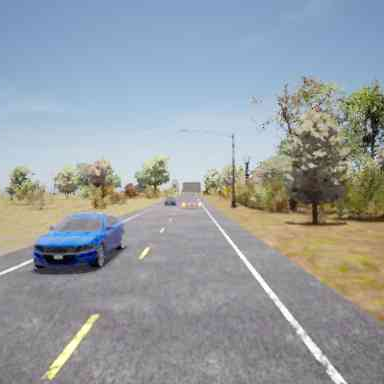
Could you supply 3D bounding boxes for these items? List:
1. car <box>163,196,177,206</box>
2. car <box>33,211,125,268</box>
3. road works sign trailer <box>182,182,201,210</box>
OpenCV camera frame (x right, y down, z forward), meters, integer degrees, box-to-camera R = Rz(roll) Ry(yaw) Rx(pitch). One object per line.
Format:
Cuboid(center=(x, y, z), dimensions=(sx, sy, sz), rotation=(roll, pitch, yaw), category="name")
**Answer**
Cuboid(center=(-3.552, 1.484, 54.418), dimensions=(1.837, 1.490, 4.892), rotation=(0, 0, 0), category="car")
Cuboid(center=(-3.600, 1.481, 11.450), dimensions=(1.882, 1.535, 5.008), rotation=(0, 0, 0), category="car")
Cuboid(center=(0.003, 0.456, 43.566), dimensions=(2.380, 3.560, 2.880), rotation=(0, 0, 0), category="road works sign trailer")
